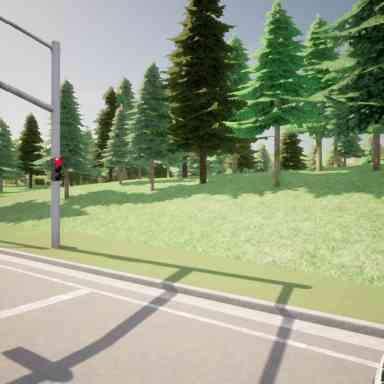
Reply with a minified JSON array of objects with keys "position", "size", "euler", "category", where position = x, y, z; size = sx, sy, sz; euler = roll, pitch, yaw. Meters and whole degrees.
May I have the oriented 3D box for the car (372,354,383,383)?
[{"position":[3.381,1.352,1.583],"size":[4.553,1.767,2.097],"euler":[0,0,35],"category":"car"}]
